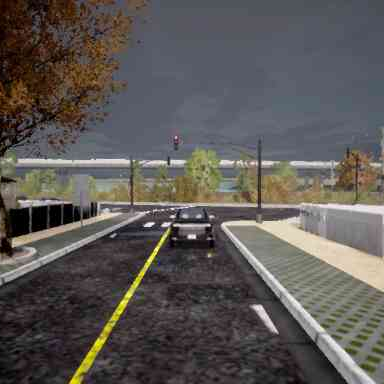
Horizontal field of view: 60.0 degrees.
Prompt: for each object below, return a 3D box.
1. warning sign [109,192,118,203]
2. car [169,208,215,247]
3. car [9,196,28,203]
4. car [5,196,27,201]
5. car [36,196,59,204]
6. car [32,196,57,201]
[{"bbox_3d":[-14.247,0.995,60.260,1.060,1.860,1.300,2,1,36],"label":"warning sign"},{"bbox_3d":[0.006,1.488,15.108,2.128,1.511,4.902,0,0,0],"label":"car"},{"bbox_3d":[-38.964,1.585,74.674,4.892,1.490,1.837,-1,2,36],"label":"car"},{"bbox_3d":[-32.328,1.786,61.826,5.008,1.535,1.882,-1,2,36],"label":"car"},{"bbox_3d":[-29.514,1.608,67.812,4.902,1.511,2.128,-1,2,36],"label":"car"},{"bbox_3d":[-28.416,1.674,63.004,4.902,1.511,2.128,0,2,36],"label":"car"}]
